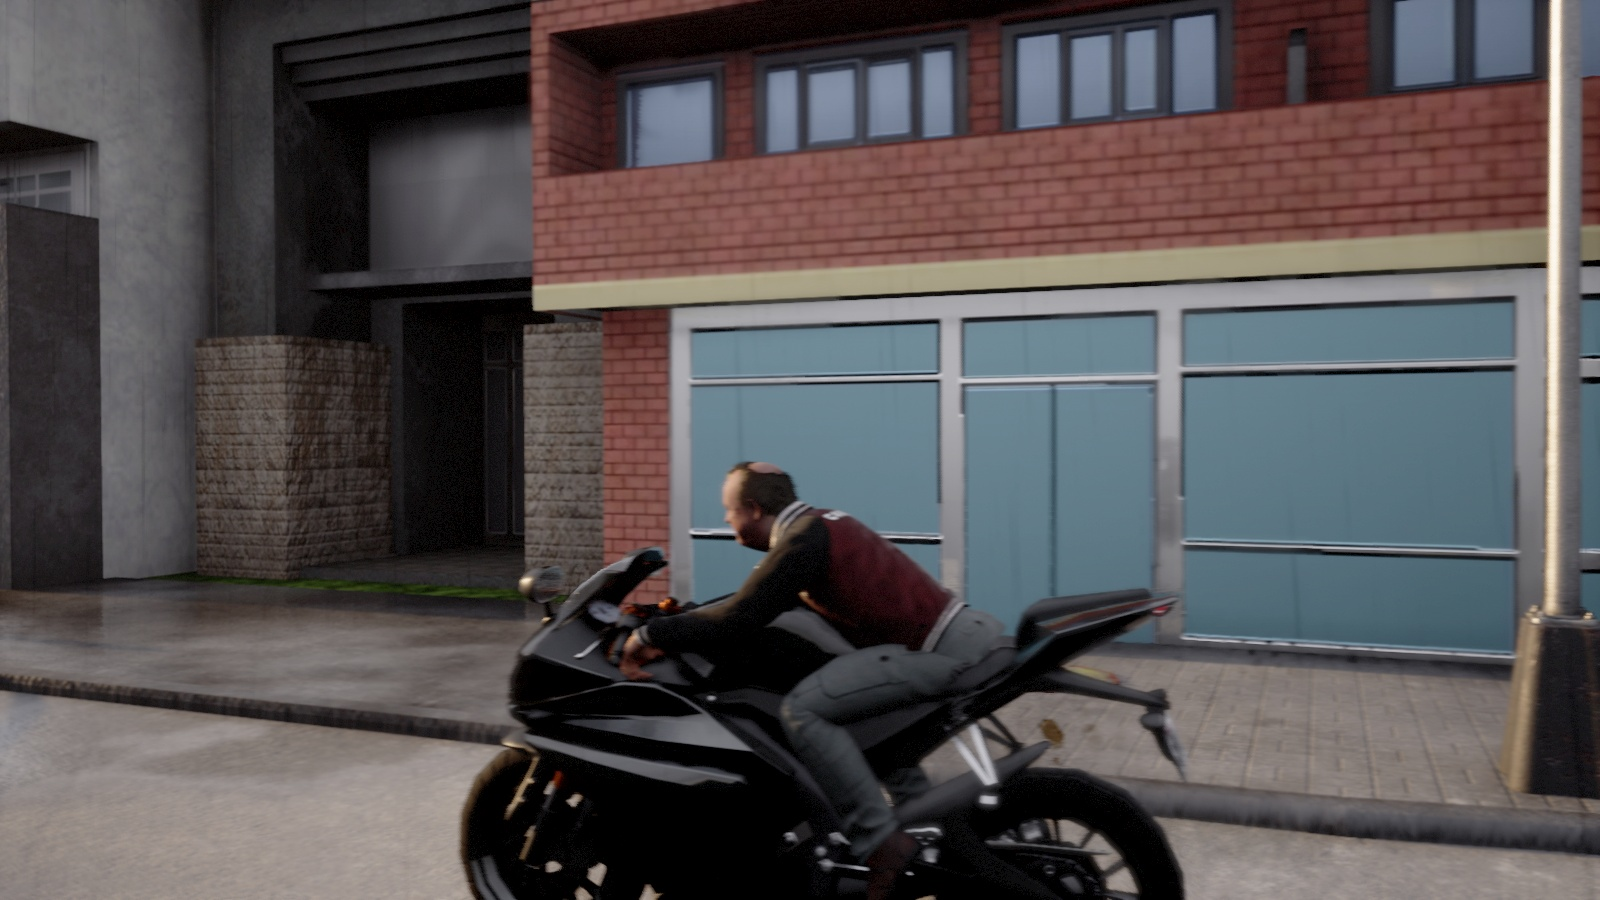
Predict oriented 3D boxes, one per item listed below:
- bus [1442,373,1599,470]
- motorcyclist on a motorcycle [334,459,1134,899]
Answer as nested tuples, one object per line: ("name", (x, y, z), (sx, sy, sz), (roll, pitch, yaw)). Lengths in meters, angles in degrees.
("bus", (35.637, -1.243, 58.518), (10.273, 4.253, 3.944), (0, 1, -17))
("motorcyclist on a motorcycle", (-0.174, 0.809, 3.712), (2.191, 1.530, 0.866), (0, 0, 18))
